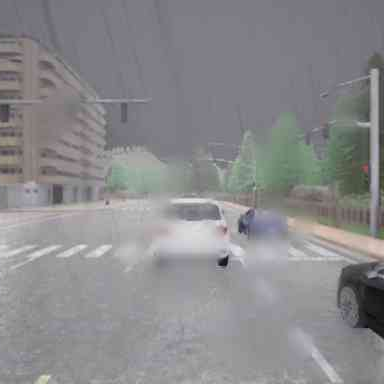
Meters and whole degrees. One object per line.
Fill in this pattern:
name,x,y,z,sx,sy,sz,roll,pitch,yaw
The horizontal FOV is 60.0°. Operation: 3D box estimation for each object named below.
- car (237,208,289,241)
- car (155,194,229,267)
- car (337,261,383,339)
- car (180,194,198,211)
car,3.438,1.525,16.574,1.812,1.442,4.674,0,0,0
car,-0.012,1.223,11.534,2.150,2.045,5.566,0,0,-1
car,3.487,1.490,4.023,2.128,1.511,4.902,0,0,0
car,-0.326,1.224,42.090,2.150,2.045,5.566,0,0,1
